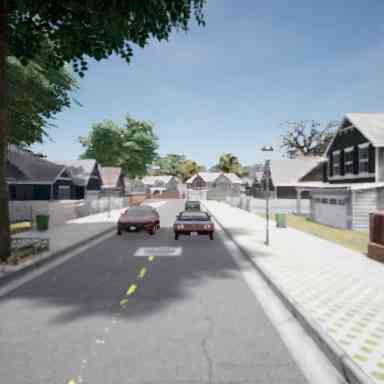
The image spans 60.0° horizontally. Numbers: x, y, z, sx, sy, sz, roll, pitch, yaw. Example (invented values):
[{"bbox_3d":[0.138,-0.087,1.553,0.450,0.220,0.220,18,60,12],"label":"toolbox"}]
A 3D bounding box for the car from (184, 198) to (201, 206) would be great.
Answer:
[{"bbox_3d":[0.071,1.468,40.451,2.128,1.511,4.902,0,0,0],"label":"car"}]

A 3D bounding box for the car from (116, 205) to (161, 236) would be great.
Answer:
[{"bbox_3d":[-2.854,1.470,18.522,1.882,1.535,5.008,0,0,0],"label":"car"}]

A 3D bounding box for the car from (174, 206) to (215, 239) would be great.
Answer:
[{"bbox_3d":[0.093,1.594,17.209,1.895,1.301,4.718,0,0,0],"label":"car"}]
